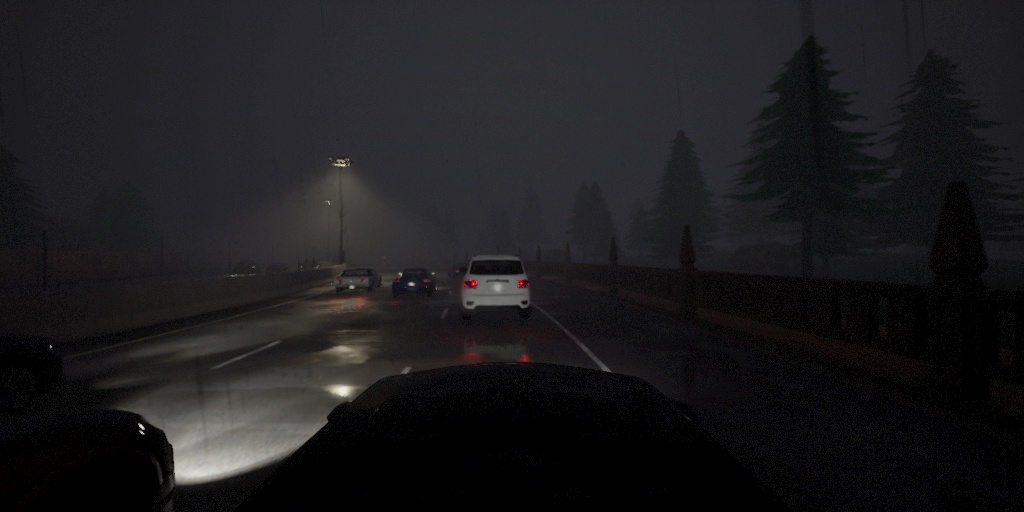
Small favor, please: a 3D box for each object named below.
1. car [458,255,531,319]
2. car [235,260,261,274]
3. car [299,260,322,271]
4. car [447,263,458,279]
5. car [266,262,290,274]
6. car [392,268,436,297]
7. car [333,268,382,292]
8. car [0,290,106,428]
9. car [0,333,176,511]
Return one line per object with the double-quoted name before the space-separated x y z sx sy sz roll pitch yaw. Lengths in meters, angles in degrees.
"car" -0.697 0.979 13.093 2.150 2.045 5.566 0 0 -6
"car" -32.325 1.250 43.940 2.097 1.767 4.553 0 0 -29
"car" -23.405 1.213 41.800 2.097 1.767 4.553 0 0 -26
"car" -4.754 1.331 32.880 2.033 1.411 5.357 0 0 -17
"car" -27.452 1.442 42.132 1.994 1.385 4.181 0 0 -26
"car" -5.179 1.343 19.282 1.994 1.385 4.181 0 0 -10
"car" -9.113 1.396 21.626 1.895 1.301 4.718 0 0 -11
"car" -7.059 1.270 2.865 2.128 1.511 4.902 0 0 -1
"car" -3.549 1.328 0.944 1.994 1.385 4.181 0 0 1
